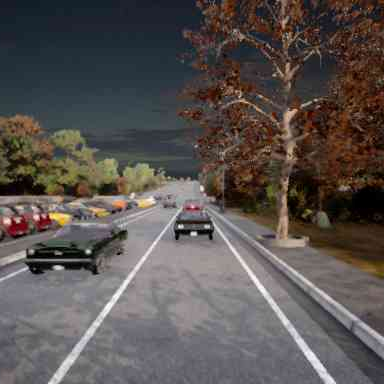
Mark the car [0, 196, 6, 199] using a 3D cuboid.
[{"bbox_3d":[-23.343,1.431,35.141,5.566,2.045,2.435,0,0,0],"label":"car"}]

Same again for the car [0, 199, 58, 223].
[{"bbox_3d":[-10.272,1.415,18.389,4.553,1.767,2.185,0,0,0],"label":"car"}]

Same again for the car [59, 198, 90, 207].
[{"bbox_3d":[-23.164,2.070,65.597,5.366,1.575,1.946,0,-1,0],"label":"car"}]

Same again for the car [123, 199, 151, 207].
[{"bbox_3d":[-10.278,2.027,62.793,4.892,1.521,2.231,0,-1,0],"label":"car"}]

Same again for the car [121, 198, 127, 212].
[{"bbox_3d":[-10.260,1.734,37.820,4.792,1.488,2.163,0,0,0],"label":"car"}]

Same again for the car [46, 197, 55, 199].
[{"bbox_3d":[-23.390,1.837,48.986,4.792,1.488,2.163,0,-1,0],"label":"car"}]

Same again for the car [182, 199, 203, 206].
[{"bbox_3d":[0.064,1.537,35.103,2.097,1.767,4.553,0,-1,0],"label":"car"}]

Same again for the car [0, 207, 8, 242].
[{"bbox_3d":[-10.301,1.494,12.836,5.008,1.535,2.097,0,0,0],"label":"car"}]

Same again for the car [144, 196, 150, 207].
[{"bbox_3d":[-10.092,1.880,54.345,5.366,1.575,1.946,0,-1,0],"label":"car"}]

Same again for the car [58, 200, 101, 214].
[{"bbox_3d":[-10.304,1.612,26.717,4.892,1.521,2.231,0,0,0],"label":"car"}]

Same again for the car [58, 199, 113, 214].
[{"bbox_3d":[-10.110,1.631,29.492,5.366,1.575,1.946,0,0,0],"label":"car"}]

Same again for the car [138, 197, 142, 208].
[{"bbox_3d":[-10.275,1.809,48.926,4.892,1.521,2.231,0,-1,0],"label":"car"}]

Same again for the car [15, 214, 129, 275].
[{"bbox_3d":[-3.357,1.609,10.570,1.895,1.301,4.718,0,0,0],"label":"car"}]

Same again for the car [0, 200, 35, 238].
[{"bbox_3d":[-10.274,1.392,15.613,4.553,1.767,2.185,0,0,0],"label":"car"}]

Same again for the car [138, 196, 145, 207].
[{"bbox_3d":[-10.465,1.840,51.693,5.366,1.575,1.946,0,-1,0],"label":"car"}]

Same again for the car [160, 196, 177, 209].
[{"bbox_3d":[-3.405,1.833,51.612,1.882,1.535,5.008,0,-1,0],"label":"car"}]

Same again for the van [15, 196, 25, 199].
[{"bbox_3d":[-23.483,1.503,40.681,4.442,1.987,1.878,0,-1,0],"label":"van"}]

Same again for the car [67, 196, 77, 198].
[{"bbox_3d":[-23.382,1.727,60.063,5.566,2.045,2.435,0,-1,0],"label":"car"}]

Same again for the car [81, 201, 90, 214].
[{"bbox_3d":[-10.293,1.589,23.940,4.892,1.521,2.231,0,0,0],"label":"car"}]

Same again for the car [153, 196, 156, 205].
[{"bbox_3d":[-10.455,2.070,65.570,5.366,1.575,1.946,0,-1,0],"label":"car"}]

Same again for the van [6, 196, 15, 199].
[{"bbox_3d":[-23.252,1.479,37.911,4.442,1.987,1.878,0,0,0],"label":"van"}]

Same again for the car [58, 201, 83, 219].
[{"bbox_3d":[-10.116,1.561,21.164,5.366,1.575,1.946,0,0,0],"label":"car"}]

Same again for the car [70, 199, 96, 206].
[{"bbox_3d":[-23.316,2.198,71.136,4.792,1.488,2.163,0,-1,0],"label":"car"}]

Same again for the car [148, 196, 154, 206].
[{"bbox_3d":[-10.088,1.975,60.018,5.366,1.575,1.946,0,-1,0],"label":"car"}]

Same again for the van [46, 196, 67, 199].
[{"bbox_3d":[-23.474,1.657,54.400,4.442,1.987,1.878,0,-1,0],"label":"van"}]

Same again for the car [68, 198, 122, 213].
[{"bbox_3d":[-10.262,1.711,35.044,4.792,1.488,2.163,0,0,0],"label":"car"}]

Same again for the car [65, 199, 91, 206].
[{"bbox_3d":[-23.344,2.161,68.367,4.674,1.452,2.002,0,-1,0],"label":"car"}]

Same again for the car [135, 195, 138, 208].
[{"bbox_3d":[-10.315,1.652,46.148,4.553,1.767,2.185,0,-1,0],"label":"car"}]

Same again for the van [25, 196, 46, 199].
[{"bbox_3d":[-23.255,1.553,46.237,4.442,1.987,1.878,0,-1,0],"label":"van"}]

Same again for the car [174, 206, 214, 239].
[{"bbox_3d":[0.087,1.639,17.500,1.895,1.301,4.718,0,0,0],"label":"car"}]

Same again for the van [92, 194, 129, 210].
[{"bbox_3d":[-10.404,1.503,40.599,4.442,1.987,1.878,0,0,0],"label":"van"}]

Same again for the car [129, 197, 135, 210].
[{"bbox_3d":[-10.315,1.781,43.373,4.792,1.488,2.163,0,0,0],"label":"car"}]

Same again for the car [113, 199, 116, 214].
[{"bbox_3d":[-10.264,1.688,32.268,4.792,1.488,2.163,0,0,0],"label":"car"}]

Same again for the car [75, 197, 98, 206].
[{"bbox_3d":[-23.375,2.088,73.784,4.553,1.767,2.185,0,-1,0],"label":"car"}]

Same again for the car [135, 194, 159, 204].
[{"bbox_3d":[-10.296,1.869,68.350,5.566,2.045,2.435,0,-1,0],"label":"car"}]

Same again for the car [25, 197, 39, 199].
[{"bbox_3d":[-23.370,1.752,43.449,5.008,1.535,2.097,0,0,0],"label":"car"}]

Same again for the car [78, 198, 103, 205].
[{"bbox_3d":[-23.336,2.261,76.553,5.008,1.535,2.097,0,-1,0],"label":"car"}]

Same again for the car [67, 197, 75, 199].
[{"bbox_3d":[-23.327,1.960,57.289,4.792,1.488,2.163,0,-1,0],"label":"car"}]

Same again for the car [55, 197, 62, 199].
[{"bbox_3d":[-23.388,1.871,51.625,4.792,1.488,2.163,0,-1,0],"label":"car"}]
